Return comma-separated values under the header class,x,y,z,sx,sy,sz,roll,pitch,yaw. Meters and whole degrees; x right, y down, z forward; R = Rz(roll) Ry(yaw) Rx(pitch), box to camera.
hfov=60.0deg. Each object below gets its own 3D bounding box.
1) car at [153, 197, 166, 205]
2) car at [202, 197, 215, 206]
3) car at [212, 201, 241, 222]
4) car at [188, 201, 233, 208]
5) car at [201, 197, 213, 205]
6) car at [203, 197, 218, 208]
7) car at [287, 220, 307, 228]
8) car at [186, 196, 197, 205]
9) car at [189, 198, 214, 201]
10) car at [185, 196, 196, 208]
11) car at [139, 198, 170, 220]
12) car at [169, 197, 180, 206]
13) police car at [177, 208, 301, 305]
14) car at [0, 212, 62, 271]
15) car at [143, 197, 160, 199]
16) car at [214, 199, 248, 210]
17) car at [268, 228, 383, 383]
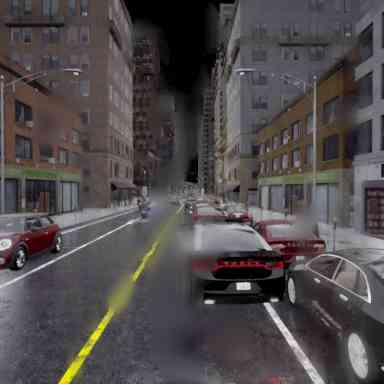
class,x,y,z,sx,sy,sz,roll,pitch,yaw
car,-5.814,1.559,60.207,1.887,1.381,4.507,-1,0,0
car,2.715,1.556,54.707,1.887,1.381,4.507,-1,0,0
car,2.734,1.544,27.181,1.887,1.381,4.507,-1,0,0
car,0.888,1.476,18.262,1.882,1.535,5.008,0,0,0
car,2.711,1.559,60.212,1.887,1.381,4.507,-1,0,0
car,2.719,1.553,49.202,1.887,1.381,4.507,-1,0,0
car,2.745,1.543,10.666,1.887,1.381,4.507,-1,0,0
car,-0.040,1.518,58.834,1.837,1.490,4.892,0,0,0
car,0.884,1.477,24.262,1.882,1.535,5.008,0,0,0
car,-0.005,1.498,47.031,2.128,1.511,4.902,0,0,0
car,-3.119,1.525,28.137,1.812,1.442,4.674,0,0,0
car,-3.037,1.575,54.165,1.994,1.385,4.181,0,0,0
police car,0.679,1.423,8.311,1.930,1.638,5.238,0,0,-5
car,-5.781,1.438,10.660,1.967,1.590,4.097,-1,0,0
car,-5.804,1.446,43.691,1.967,1.590,4.097,-1,0,0
car,2.736,1.439,21.676,1.967,1.590,4.097,-1,0,0
car,2.749,1.549,5.160,2.008,1.369,4.403,-1,0,0
